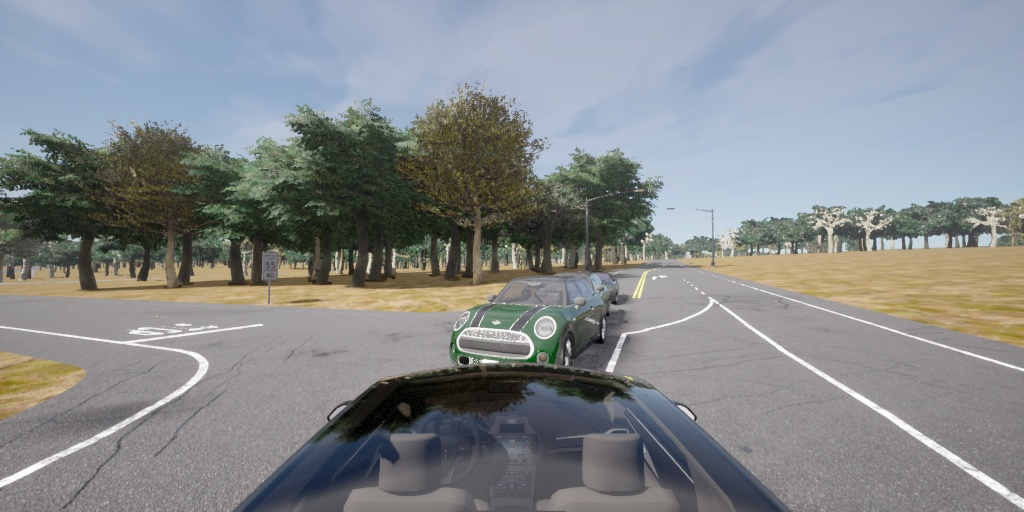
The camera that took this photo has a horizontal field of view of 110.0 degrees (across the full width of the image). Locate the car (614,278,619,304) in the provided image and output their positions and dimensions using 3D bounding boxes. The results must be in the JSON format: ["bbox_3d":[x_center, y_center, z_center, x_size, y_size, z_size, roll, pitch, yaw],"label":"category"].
[{"bbox_3d":[4.236,1.508,17.800,1.994,1.385,4.181,-1,0,19],"label":"car"}]

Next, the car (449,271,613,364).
[{"bbox_3d":[0.627,1.217,7.763,2.097,1.767,4.553,-1,-2,26],"label":"car"}]
